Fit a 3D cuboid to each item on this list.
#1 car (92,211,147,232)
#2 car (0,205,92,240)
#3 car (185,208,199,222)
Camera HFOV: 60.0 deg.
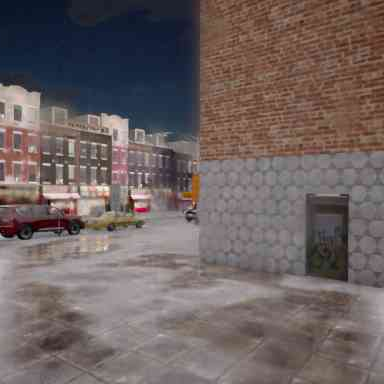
[{"bbox_3d":[-5.310,1.957,23.691,1.752,1.417,4.829,-1,-2,36],"label":"car"},{"bbox_3d":[-8.646,1.642,19.055,2.192,1.841,5.009,-1,-2,36],"label":"car"},{"bbox_3d":[1.064,2.198,32.556,1.947,1.339,4.313,-1,-2,36],"label":"car"}]
